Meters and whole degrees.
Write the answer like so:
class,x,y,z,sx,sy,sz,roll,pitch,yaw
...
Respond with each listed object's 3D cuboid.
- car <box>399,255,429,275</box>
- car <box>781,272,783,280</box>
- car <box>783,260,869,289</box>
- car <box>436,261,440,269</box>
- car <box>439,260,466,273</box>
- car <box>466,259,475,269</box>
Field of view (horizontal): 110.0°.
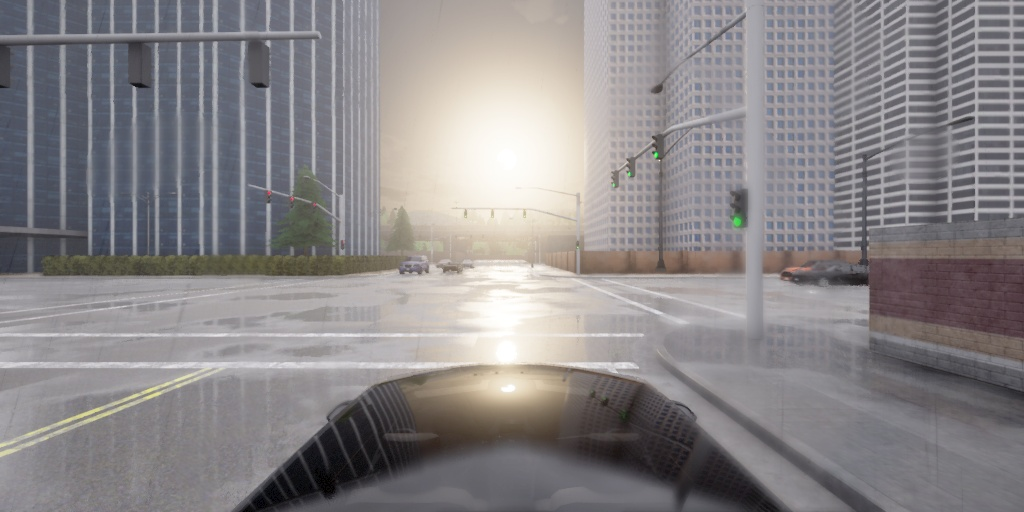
class,x,y,z,sx,sy,sz,roll,pitch,yaw
car,-10.585,0.966,39.210,2.150,2.045,5.566,0,1,0
car,22.436,1.103,26.263,4.553,1.767,2.097,0,0,1
car,20.633,1.227,22.780,5.008,1.535,1.882,0,0,1
car,-10.565,1.275,55.991,1.812,1.442,4.674,0,0,0
car,-7.078,1.350,43.300,1.895,1.301,4.718,0,0,0
car,-7.060,1.275,57.106,1.812,1.442,4.674,0,0,0
